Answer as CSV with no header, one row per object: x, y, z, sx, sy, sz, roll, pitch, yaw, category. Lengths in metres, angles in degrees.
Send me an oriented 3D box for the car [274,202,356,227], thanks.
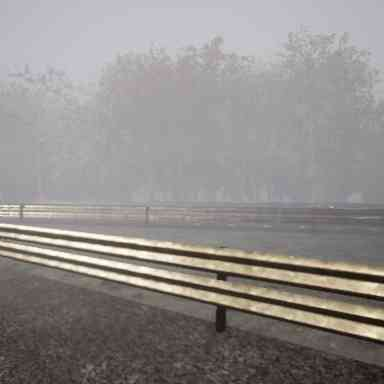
8.528,1.521,23.367,5.366,1.575,1.801,0,0,16,car
